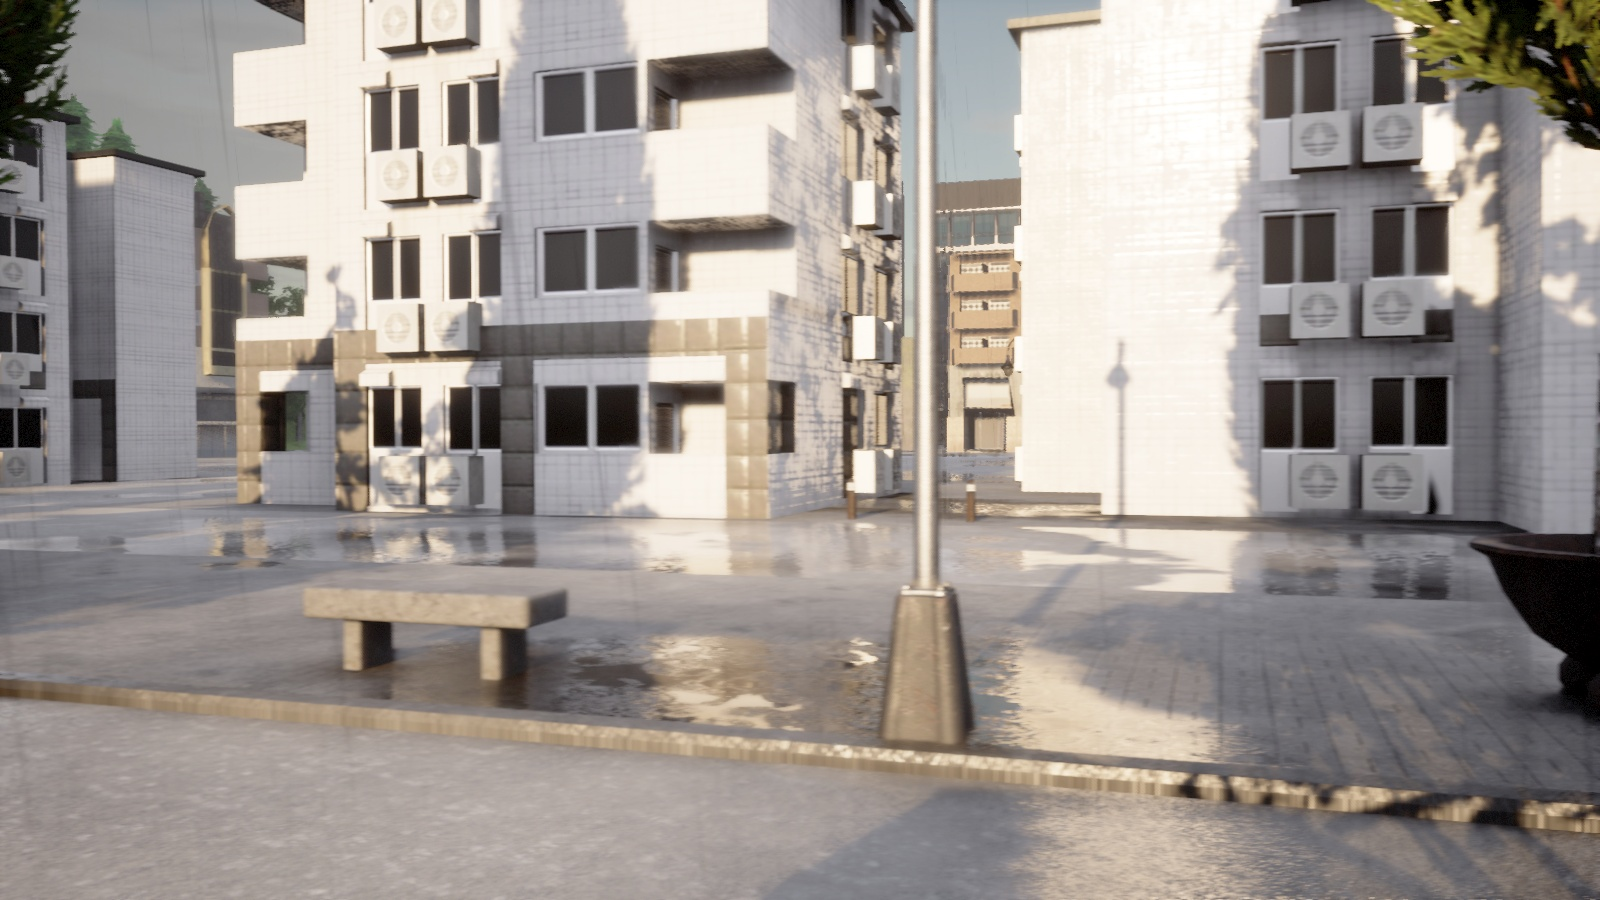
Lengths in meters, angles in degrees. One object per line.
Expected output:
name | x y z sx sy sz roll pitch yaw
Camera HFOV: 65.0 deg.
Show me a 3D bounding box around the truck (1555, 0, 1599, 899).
truck | 6.187 -0.341 1.621 8.468 3.827 2.891 1 1 19
